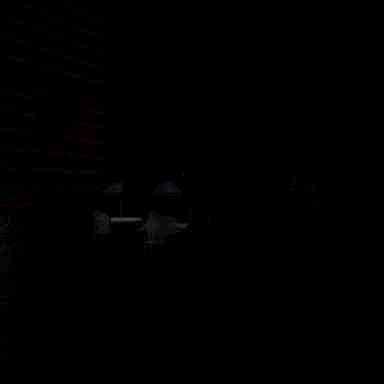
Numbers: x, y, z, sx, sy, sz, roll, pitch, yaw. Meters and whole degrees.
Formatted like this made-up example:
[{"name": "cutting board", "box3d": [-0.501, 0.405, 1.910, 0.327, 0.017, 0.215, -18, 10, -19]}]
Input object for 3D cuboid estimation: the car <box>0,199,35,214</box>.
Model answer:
[{"name": "car", "box3d": [-18.128, 1.443, 32.574, 1.882, 1.535, 5.008, 0, 0, 40]}]
